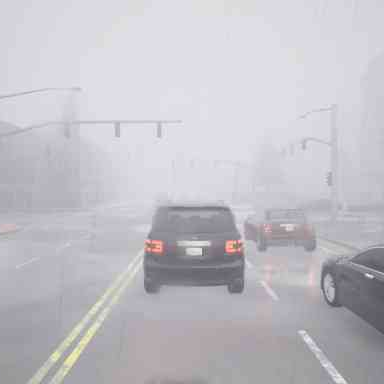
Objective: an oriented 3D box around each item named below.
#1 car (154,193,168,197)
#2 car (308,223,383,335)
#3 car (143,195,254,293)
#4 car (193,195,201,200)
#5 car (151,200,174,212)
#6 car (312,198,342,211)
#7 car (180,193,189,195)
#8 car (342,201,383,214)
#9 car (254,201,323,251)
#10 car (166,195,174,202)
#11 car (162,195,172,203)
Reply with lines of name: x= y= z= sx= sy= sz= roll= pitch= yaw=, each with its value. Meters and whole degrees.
car: x=-4.738 y=1.222 z=52.749 sx=2.150 sy=2.045 sz=5.566 roll=0 pitch=0 yaw=-1
car: x=3.606 y=1.505 z=5.087 sx=1.837 sy=1.490 sz=4.892 roll=0 pitch=0 yaw=0
car: x=0.052 y=1.221 z=8.989 sx=2.150 sy=2.045 sz=5.566 roll=0 pitch=0 yaw=0
car: x=1.445 y=1.552 z=90.370 sx=1.994 sy=1.385 sz=4.181 roll=0 pitch=0 yaw=-1
car: x=-3.527 y=1.601 z=39.213 sx=1.895 sy=1.301 sz=4.718 roll=0 pitch=0 yaw=-14
car: x=14.428 y=1.505 z=37.571 sx=4.892 sy=1.490 sz=1.837 roll=0 pitch=0 yaw=-2
car: x=-1.810 y=1.496 z=80.223 sx=1.837 sy=1.490 sz=4.892 roll=0 pitch=0 yaw=-1
car: x=18.479 y=1.601 z=34.180 sx=4.718 sy=1.301 sz=1.895 roll=0 pitch=0 yaw=-2
car: x=3.532 y=1.352 z=14.168 sx=2.097 sy=1.767 sz=4.553 roll=0 pitch=0 yaw=0
car: x=-5.302 y=1.503 z=79.861 sx=1.812 sy=1.442 sz=4.674 roll=0 pitch=0 yaw=-1
car: x=-5.019 y=1.477 z=67.617 sx=1.882 sy=1.535 sz=5.008 roll=0 pitch=0 yaw=-1
